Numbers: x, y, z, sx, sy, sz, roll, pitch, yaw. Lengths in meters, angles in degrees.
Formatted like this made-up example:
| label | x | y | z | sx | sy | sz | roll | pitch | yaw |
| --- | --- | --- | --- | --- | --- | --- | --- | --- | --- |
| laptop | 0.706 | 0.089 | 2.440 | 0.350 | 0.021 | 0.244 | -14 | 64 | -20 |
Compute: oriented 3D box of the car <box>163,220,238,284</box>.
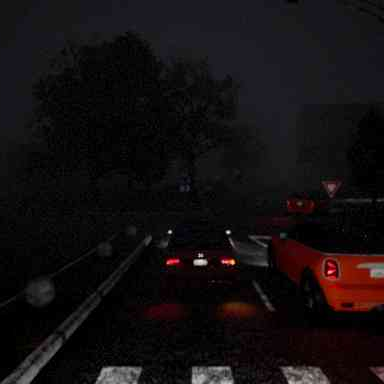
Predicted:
| label | x | y | z | sx | sy | sz | roll | pitch | yaw |
| --- | --- | --- | --- | --- | --- | --- | --- | --- | --- |
| car | 0.220 | 1.544 | 9.826 | 2.033 | 1.411 | 5.357 | 0 | 1 | 1 |

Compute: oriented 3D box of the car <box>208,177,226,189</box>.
| label | x | y | z | sx | sy | sz | roll | pitch | yaw |
| --- | --- | --- | --- | --- | --- | --- | --- | --- | --- |
| car | 4.288 | -1.252 | 54.478 | 1.837 | 1.490 | 4.892 | 0 | 4 | -5 |

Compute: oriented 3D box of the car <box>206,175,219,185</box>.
| label | x | y | z | sx | sy | sz | roll | pitch | yaw |
| --- | --- | --- | --- | --- | --- | --- | --- | --- | --- |
| car | 3.813 | -2.047 | 64.926 | 1.994 | 1.385 | 4.181 | 0 | 5 | 3 |

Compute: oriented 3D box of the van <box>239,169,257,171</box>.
| label | x | y | z | sx | sy | sz | roll | pitch | yaw |
| --- | --- | --- | --- | --- | --- | --- | --- | --- | --- |
| van | 13.597 | -4.049 | 84.308 | 4.442 | 1.987 | 1.878 | 1 | 5 | 9 |

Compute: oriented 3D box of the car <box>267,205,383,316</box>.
| label | x | y | z | sx | sy | sz | roll | pitch | yaw |
| --- | --- | --- | --- | --- | --- | --- | --- | --- | --- |
| car | 3.190 | 1.376 | 7.768 | 2.097 | 1.767 | 4.553 | 0 | 0 | 0 |

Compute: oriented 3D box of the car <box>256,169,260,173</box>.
| label | x | y | z | sx | sy | sz | roll | pitch | yaw |
| --- | --- | --- | --- | --- | --- | --- | --- | --- | --- |
| car | 14.187 | -4.311 | 86.980 | 5.566 | 2.045 | 2.435 | 1 | 5 | 10 |

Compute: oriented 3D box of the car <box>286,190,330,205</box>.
| label | x | y | z | sx | sy | sz | roll | pitch | yaw |
| --- | --- | --- | --- | --- | --- | --- | --- | --- | --- |
| car | 8.285 | 0.673 | 23.349 | 2.097 | 1.767 | 4.553 | 3 | 5 | 37 |

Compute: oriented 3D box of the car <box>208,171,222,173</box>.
| label | x | y | z | sx | sy | sz | roll | pitch | yaw |
| --- | --- | --- | --- | --- | --- | --- | --- | --- | --- |
| car | 5.800 | -3.800 | 84.279 | 1.882 | 1.535 | 5.008 | 1 | 5 | 9 |

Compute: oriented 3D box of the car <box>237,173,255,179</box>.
| label | x | y | z | sx | sy | sz | roll | pitch | yaw |
| --- | --- | --- | --- | --- | --- | --- | --- | --- | --- |
| car | 14.591 | -4.272 | 89.692 | 4.792 | 1.488 | 2.163 | 1 | 5 | 10 |

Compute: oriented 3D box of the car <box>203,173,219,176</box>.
| label | x | y | z | sx | sy | sz | roll | pitch | yaw |
| --- | --- | --- | --- | --- | --- | --- | --- | --- | --- |
| car | 4.331 | -2.910 | 74.786 | 2.033 | 1.411 | 5.357 | 1 | 5 | 9 |

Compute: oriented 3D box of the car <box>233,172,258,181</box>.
| label | x | y | z | sx | sy | sz | roll | pitch | yaw |
| --- | --- | --- | --- | --- | --- | --- | --- | --- | --- |
| car | 12.800 | -3.347 | 78.894 | 4.892 | 1.521 | 2.231 | 1 | 5 | 9 |
